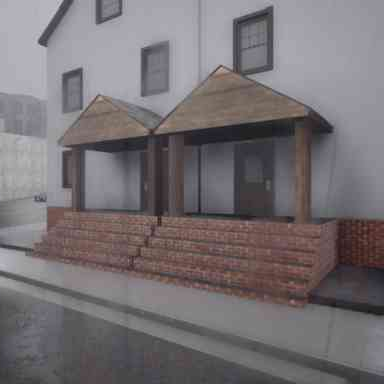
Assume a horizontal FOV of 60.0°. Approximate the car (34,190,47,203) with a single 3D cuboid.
[{"bbox_3d":[-12.169,0.077,30.290,1.994,1.385,4.181,0,11,35],"label":"car"}]
